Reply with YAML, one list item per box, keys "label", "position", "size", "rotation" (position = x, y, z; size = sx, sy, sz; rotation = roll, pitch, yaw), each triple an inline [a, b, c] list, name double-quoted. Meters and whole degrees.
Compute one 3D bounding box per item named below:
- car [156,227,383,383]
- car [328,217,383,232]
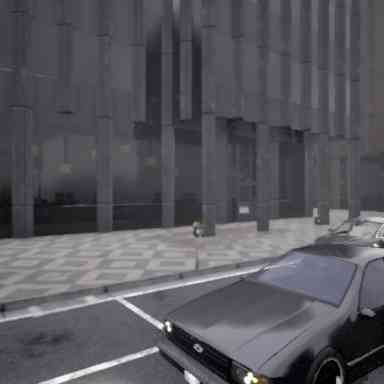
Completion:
- label: "car"
  position: [2.190, 1.536, 4.934]
  size: [5.357, 1.411, 2.033]
  rotation: [0, 0, -35]
- label: "car"
  position: [5.628, 1.525, 10.664]
  size: [4.403, 1.369, 2.008]
  rotation: [0, 0, -36]
